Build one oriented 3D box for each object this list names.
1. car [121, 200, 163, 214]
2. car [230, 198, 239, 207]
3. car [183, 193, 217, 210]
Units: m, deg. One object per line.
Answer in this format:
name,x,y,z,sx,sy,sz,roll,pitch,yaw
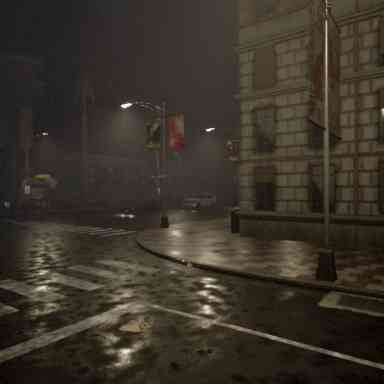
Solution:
car,-5.027,1.547,35.640,2.033,1.411,5.357,0,0,36
car,7.922,1.478,51.655,5.008,1.535,1.882,0,0,-43
car,1.092,1.222,43.890,2.150,2.045,5.566,0,0,37
